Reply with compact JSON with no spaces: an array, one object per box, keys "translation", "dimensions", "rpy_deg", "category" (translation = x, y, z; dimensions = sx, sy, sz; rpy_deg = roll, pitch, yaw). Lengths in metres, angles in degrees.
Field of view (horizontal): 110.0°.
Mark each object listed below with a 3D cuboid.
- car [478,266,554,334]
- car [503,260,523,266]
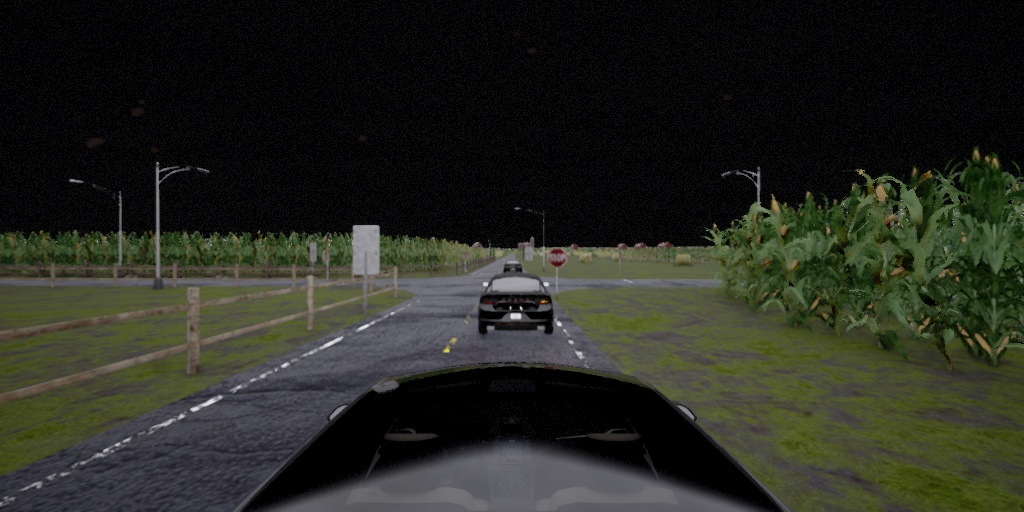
[{"translation":[0.116,1.215,10.609],"dimensions":[1.882,1.535,5.008],"rpy_deg":[0,0,1],"category":"car"},{"translation":[0.091,1.157,38.012],"dimensions":[1.882,1.535,5.008],"rpy_deg":[0,0,0],"category":"car"}]
